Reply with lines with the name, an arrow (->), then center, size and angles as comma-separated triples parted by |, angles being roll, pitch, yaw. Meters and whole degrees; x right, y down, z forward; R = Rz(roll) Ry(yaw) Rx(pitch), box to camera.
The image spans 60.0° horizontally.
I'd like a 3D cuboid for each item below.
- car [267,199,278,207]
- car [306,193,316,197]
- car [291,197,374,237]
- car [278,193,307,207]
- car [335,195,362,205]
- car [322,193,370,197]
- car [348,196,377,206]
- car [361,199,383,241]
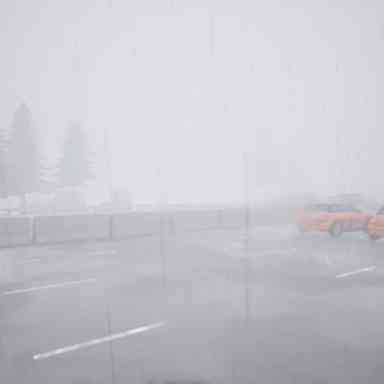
car -> 13.275, 1.470, 47.895 | 5.357, 1.411, 2.033 | 0, 0, -35
car -> 17.047, 1.275, 41.984 | 4.553, 1.767, 2.097 | 0, 0, -35
car -> 7.794, 1.319, 17.920 | 4.553, 1.767, 2.097 | 0, 0, -36
car -> 14.529, 1.146, 44.489 | 5.566, 2.045, 2.150 | 0, 0, -35
car -> 27.247, 1.382, 57.807 | 4.902, 1.511, 2.128 | 0, 0, -35
car -> 17.652, 1.146, 38.121 | 5.566, 2.045, 2.150 | -1, 0, -36
car -> 27.587, 1.385, 53.775 | 4.902, 1.511, 2.128 | 0, 0, -35
car -> 10.120, 1.318, 15.280 | 4.553, 1.767, 2.097 | 0, 0, -36
